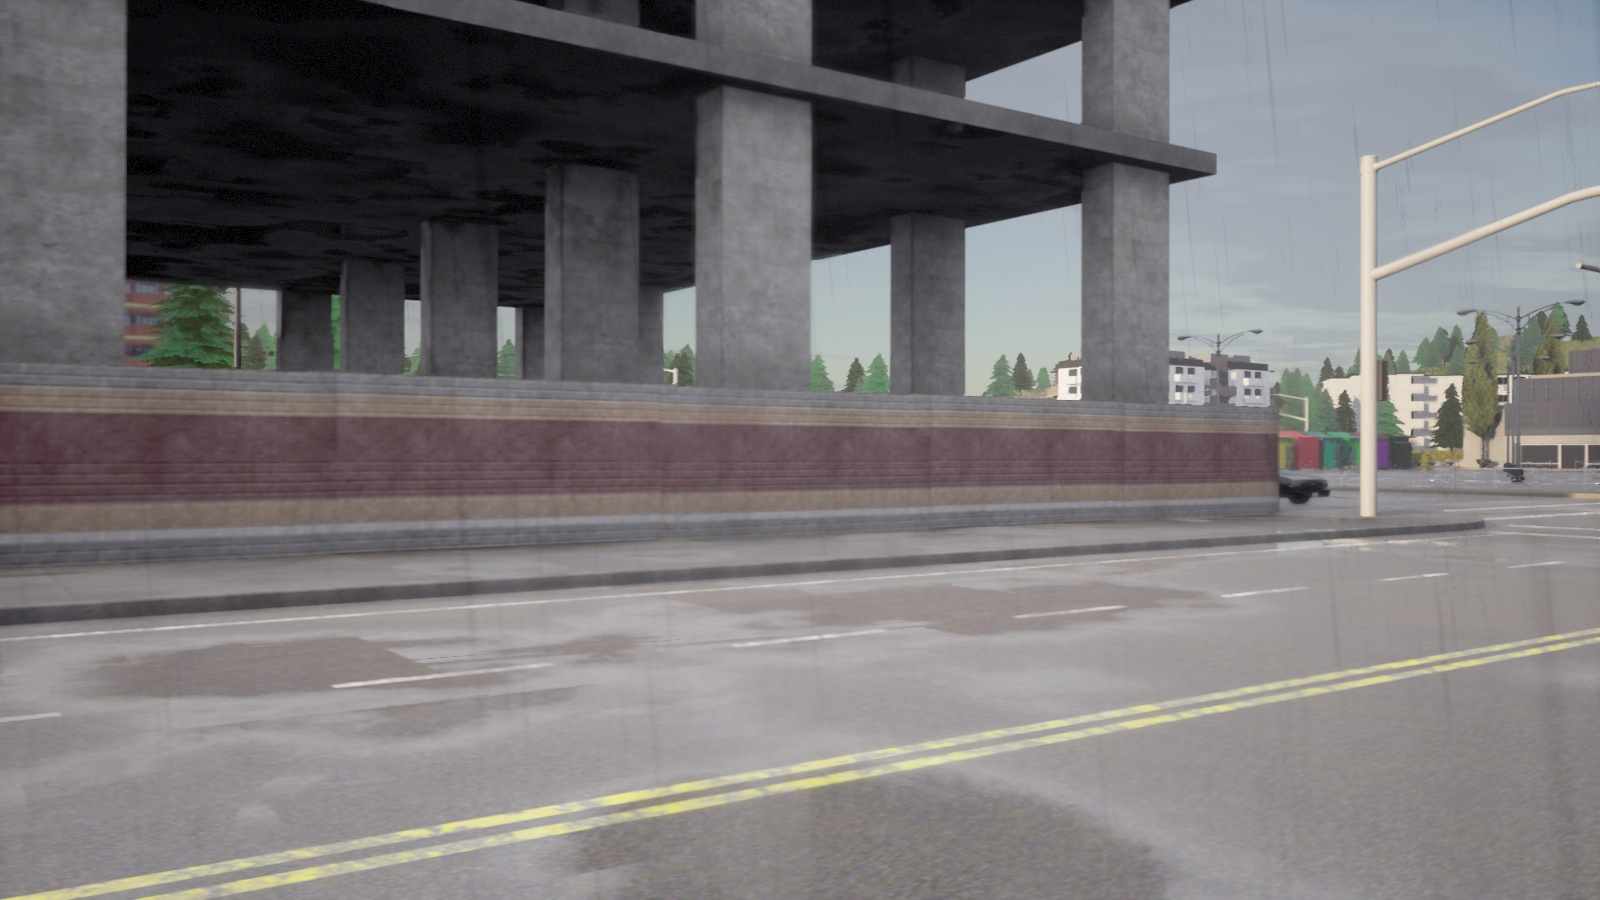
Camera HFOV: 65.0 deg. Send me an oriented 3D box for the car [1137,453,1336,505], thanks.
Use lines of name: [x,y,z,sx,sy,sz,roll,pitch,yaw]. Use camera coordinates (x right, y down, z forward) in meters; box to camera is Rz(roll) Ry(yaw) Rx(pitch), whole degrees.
car: [12.728,0.801,37.000,2.033,1.411,5.357,0,0,-35]
